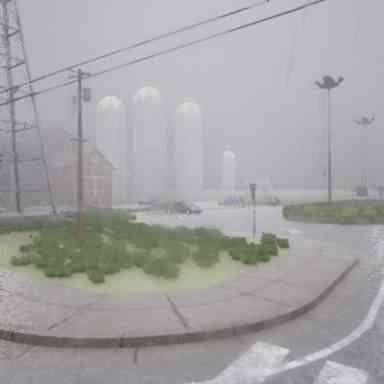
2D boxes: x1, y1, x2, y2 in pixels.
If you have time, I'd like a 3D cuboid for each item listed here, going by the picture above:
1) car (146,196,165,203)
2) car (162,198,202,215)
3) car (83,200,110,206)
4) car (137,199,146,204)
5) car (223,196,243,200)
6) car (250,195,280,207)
[{"bbox_3d":[-4.894,1.553,53.330,3.866,1.878,1.905,0,0,35],"label":"car"},{"bbox_3d":[-0.881,1.667,35.570,3.905,1.438,1.784,0,0,35],"label":"car"},{"bbox_3d":[-12.124,1.739,41.936,4.193,1.474,1.816,0,0,35],"label":"car"},{"bbox_3d":[-8.028,1.893,62.161,1.895,1.301,4.718,0,0,35],"label":"car"},{"bbox_3d":[8.928,1.724,73.202,4.611,1.667,2.242,0,0,35],"label":"car"},{"bbox_3d":[11.806,1.462,54.128,4.605,1.855,1.932,0,0,35],"label":"car"}]
